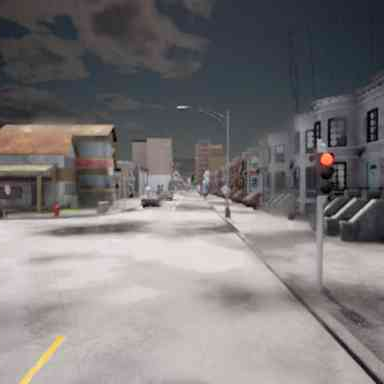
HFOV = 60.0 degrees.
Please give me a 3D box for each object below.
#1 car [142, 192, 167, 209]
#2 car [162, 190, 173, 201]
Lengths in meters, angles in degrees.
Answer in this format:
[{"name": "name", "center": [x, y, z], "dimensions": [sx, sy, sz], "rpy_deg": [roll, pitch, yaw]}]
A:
[{"name": "car", "center": [-4.139, 0.981, 35.670], "dimensions": [2.033, 1.411, 5.357], "rpy_deg": [0, 1, 0]}, {"name": "car", "center": [-4.120, 0.512, 52.876], "dimensions": [2.097, 1.767, 4.553], "rpy_deg": [0, 1, 0]}]
